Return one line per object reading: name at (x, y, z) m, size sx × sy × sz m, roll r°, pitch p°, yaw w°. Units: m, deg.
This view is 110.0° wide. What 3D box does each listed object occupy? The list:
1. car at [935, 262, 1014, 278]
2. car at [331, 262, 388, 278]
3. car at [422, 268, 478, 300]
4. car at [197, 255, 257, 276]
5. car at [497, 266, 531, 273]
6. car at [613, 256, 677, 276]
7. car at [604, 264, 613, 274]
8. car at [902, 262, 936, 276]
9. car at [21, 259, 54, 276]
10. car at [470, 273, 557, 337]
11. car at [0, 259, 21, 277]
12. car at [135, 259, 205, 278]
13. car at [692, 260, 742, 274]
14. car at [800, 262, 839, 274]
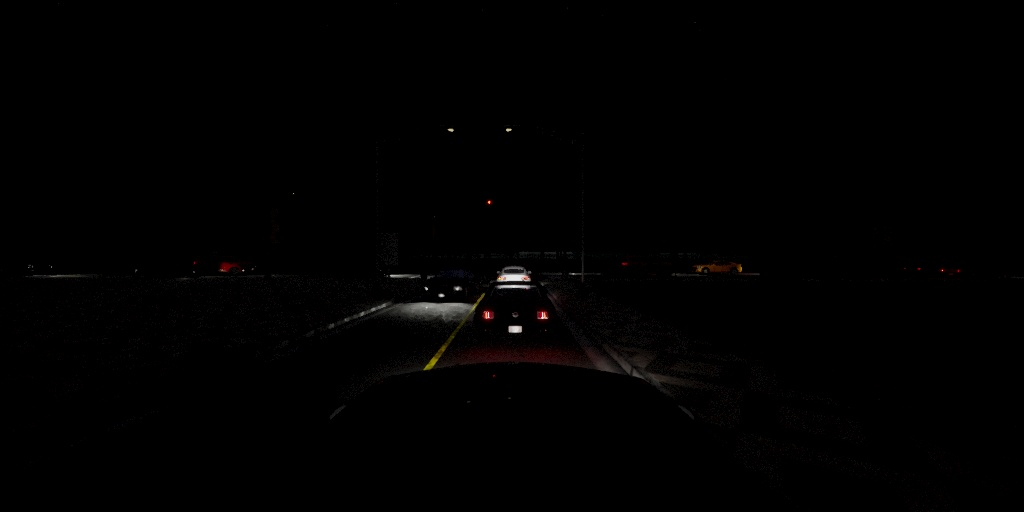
car at (42.296, 1.372, 32.672) m, size 4.718 × 1.301 × 1.895 m, roll 0°, pitch 0°, yaw 1°
car at (-13.976, 1.362, 33.092) m, size 4.718 × 1.301 × 1.895 m, roll 0°, pitch 0°, yaw 1°
car at (-2.848, 1.296, 17.934) m, size 2.033 × 1.411 × 5.357 m, roll 0°, pitch 0°, yaw 4°
car at (-29.135, 0.946, 36.450) m, size 5.566 × 2.045 × 2.150 m, roll 1°, pitch 0°, yaw 0°
car at (0.113, 1.274, 20.221) m, size 1.812 × 1.442 × 4.674 m, roll 0°, pitch 0°, yaw 1°
car at (13.545, 0.979, 36.116) m, size 5.566 × 2.045 × 2.150 m, roll 0°, pitch 0°, yaw 0°
car at (12.633, 1.231, 39.575) m, size 4.902 × 1.511 × 2.128 m, roll 0°, pitch 0°, yaw 0°
car at (42.564, 1.304, 35.917) m, size 5.357 × 1.411 × 2.033 m, roll 0°, pitch 0°, yaw 1°
car at (-49.469, 1.052, 36.132) m, size 4.553 × 1.767 × 2.097 m, roll 0°, pitch 0°, yaw -3°
car at (0.108, 1.350, 10.237) m, size 1.895 × 1.301 × 4.718 m, roll 0°, pitch 0°, yaw 1°
car at (-49.286, 1.216, 32.888) m, size 4.902 × 1.511 × 2.128 m, roll 0°, pitch 0°, yaw -3°
car at (-31.889, 1.249, 33.192) m, size 4.892 × 1.490 × 1.837 m, roll 0°, pitch 0°, yaw 0°
car at (22.479, 1.217, 39.489) m, size 5.008 × 1.535 × 1.882 m, roll 0°, pitch 0°, yaw 0°
car at (32.805, 1.340, 39.394) m, size 4.718 × 1.301 × 1.895 m, roll 0°, pitch 0°, yaw 1°
